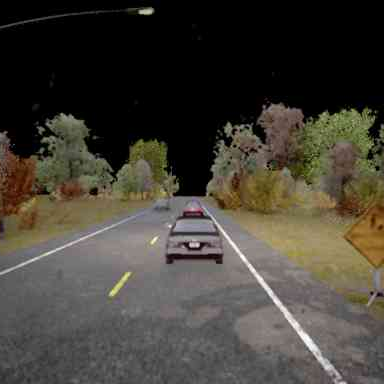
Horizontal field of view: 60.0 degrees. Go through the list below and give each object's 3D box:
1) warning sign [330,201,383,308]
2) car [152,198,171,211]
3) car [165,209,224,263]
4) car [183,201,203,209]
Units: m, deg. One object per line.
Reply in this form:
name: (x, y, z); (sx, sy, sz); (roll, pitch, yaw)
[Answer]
warning sign: (3.536, 1.116, 6.391); (1.300, 1.860, 1.060); (-1, -1, 0)
car: (-3.598, 1.522, 40.238); (1.837, 1.490, 4.892); (0, 0, 0)
car: (0.081, 1.548, 11.903); (2.033, 1.411, 5.357); (0, 0, 0)
car: (0.089, 1.573, 33.054); (1.994, 1.385, 4.181); (0, 0, 0)
